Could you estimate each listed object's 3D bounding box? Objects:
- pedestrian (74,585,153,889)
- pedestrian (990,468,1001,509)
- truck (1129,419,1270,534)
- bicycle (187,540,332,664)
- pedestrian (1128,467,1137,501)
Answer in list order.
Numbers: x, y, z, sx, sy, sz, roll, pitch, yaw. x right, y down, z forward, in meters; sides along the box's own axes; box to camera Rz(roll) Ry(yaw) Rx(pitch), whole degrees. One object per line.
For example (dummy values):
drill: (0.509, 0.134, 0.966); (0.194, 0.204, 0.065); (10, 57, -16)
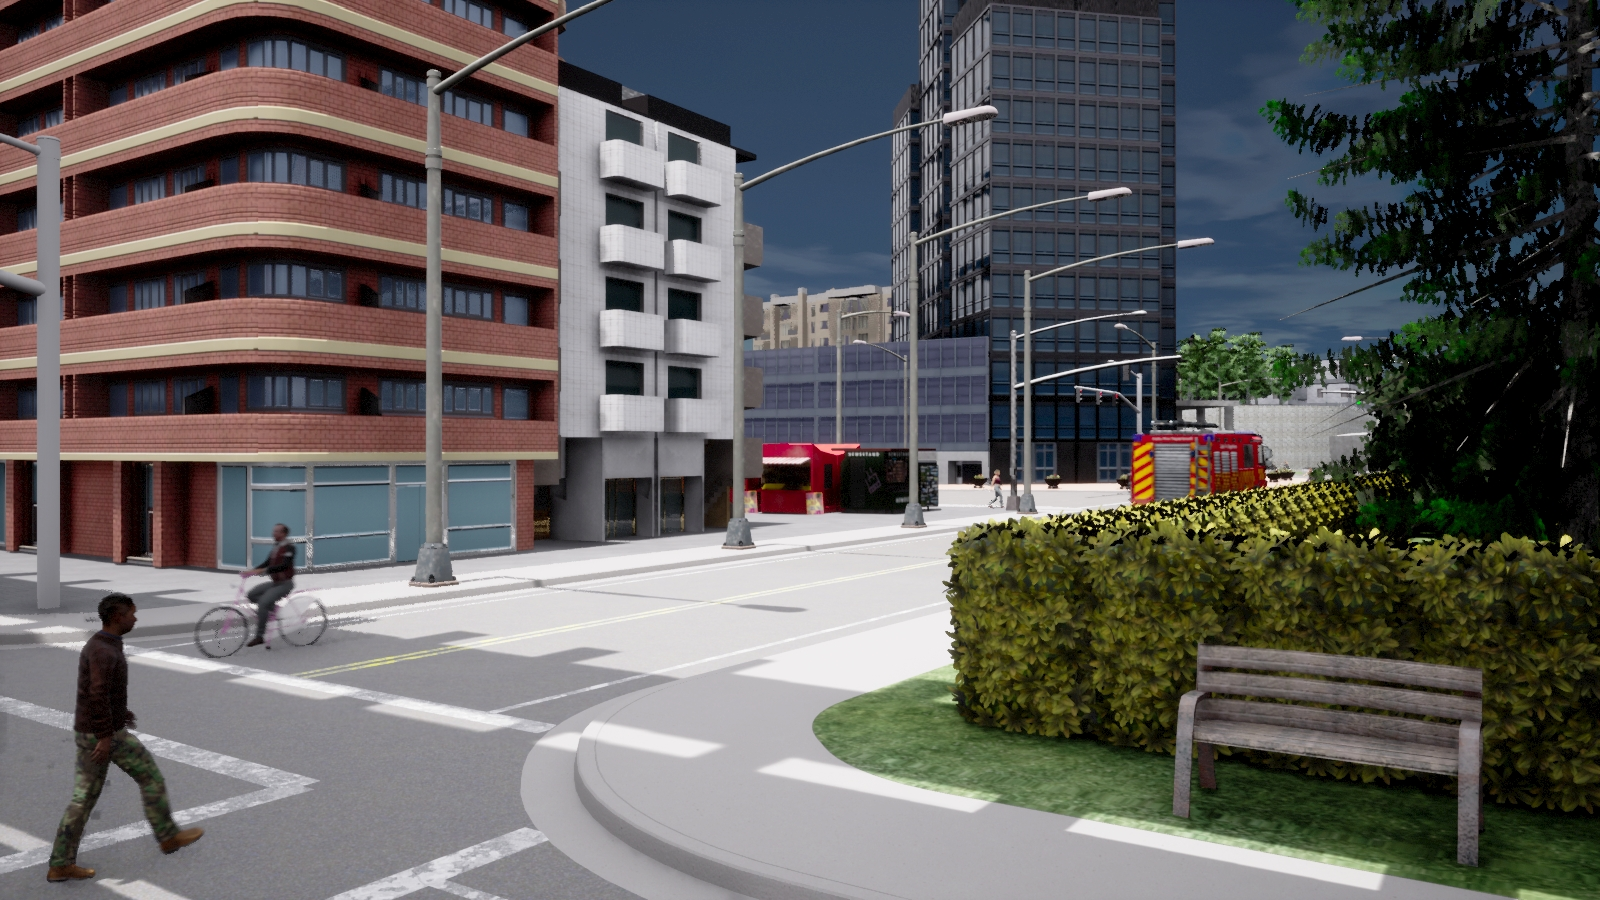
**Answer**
pedestrian: (-4.508, 1.848, 7.504); (0.375, 1.860, 0.375); (0, 0, -43)
pedestrian: (9.009, 1.749, 52.564); (0.375, 1.860, 0.375); (0, 0, 36)
truck: (15.018, 0.891, 42.475); (2.891, 3.827, 8.468); (0, 0, 34)
bicycle: (-7.399, 2.048, 15.718); (0.329, 1.496, 1.835); (-1, -1, 39)
pedestrian: (18.654, 1.894, 64.027); (0.375, 1.860, 0.375); (0, 0, 34)
